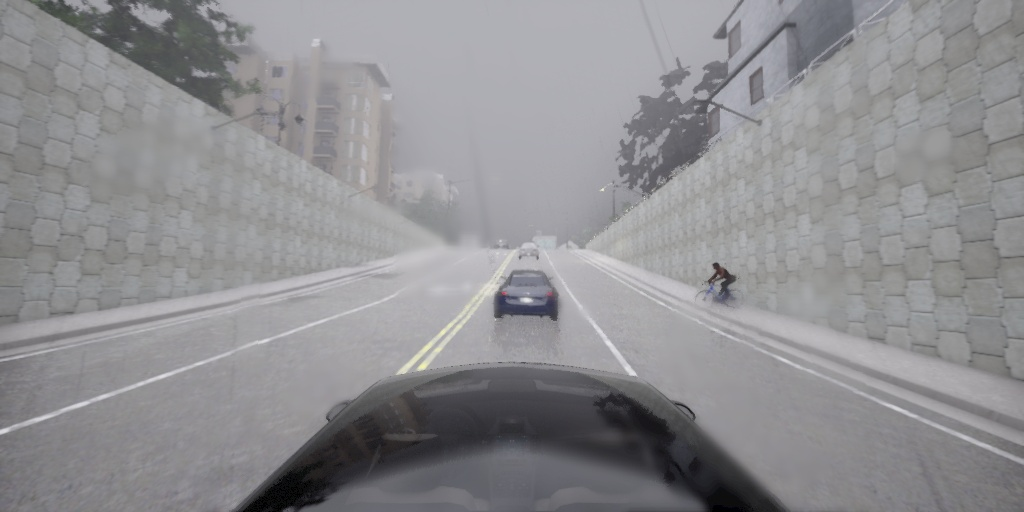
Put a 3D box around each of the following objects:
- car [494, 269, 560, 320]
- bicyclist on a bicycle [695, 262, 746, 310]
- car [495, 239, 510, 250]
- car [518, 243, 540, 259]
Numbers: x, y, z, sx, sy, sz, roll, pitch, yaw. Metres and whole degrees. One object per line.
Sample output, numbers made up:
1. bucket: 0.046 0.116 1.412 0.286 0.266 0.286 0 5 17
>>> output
1. car: 0.527 1.136 12.115 1.994 1.385 4.181 1 2 3
2. bicyclist on a bicycle: 7.005 1.025 12.042 1.656 1.620 0.582 -1 2 3
3. car: -1.252 -1.626 48.857 2.128 1.511 4.902 1 2 3
4. car: 1.658 -0.564 34.881 1.812 1.442 4.674 1 5 3
